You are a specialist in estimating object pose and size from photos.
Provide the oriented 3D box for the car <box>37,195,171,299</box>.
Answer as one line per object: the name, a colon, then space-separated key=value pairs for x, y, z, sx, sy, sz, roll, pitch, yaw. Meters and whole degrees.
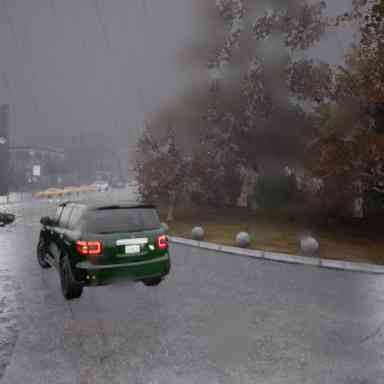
car: x=-2.589 y=1.220 z=8.853 sx=2.150 sy=2.045 sz=5.566 roll=0 pitch=0 yaw=-32

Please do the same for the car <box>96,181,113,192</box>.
car: x=-19.254 y=-1.169 z=68.754 sx=2.435 sy=2.045 sz=5.566 roll=0 pitch=3 yaw=10

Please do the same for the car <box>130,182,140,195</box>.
car: x=-8.999 y=-0.387 z=58.969 sx=1.882 sy=1.535 sz=5.008 roll=0 pitch=3 yaw=10

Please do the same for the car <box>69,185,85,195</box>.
car: x=-21.198 y=-0.242 z=57.624 sx=1.946 sy=1.575 sz=5.366 roll=0 pitch=3 yaw=10

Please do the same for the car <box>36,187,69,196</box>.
car: x=-22.155 y=0.092 z=52.195 sx=1.946 sy=1.575 sz=5.366 roll=0 pitch=3 yaw=10

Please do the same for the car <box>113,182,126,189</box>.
car: x=-17.362 y=-1.551 z=79.634 sx=2.163 sy=1.488 sz=4.792 roll=0 pitch=3 yaw=10

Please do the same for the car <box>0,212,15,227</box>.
car: x=-13.657 y=1.598 z=20.696 sx=4.718 sy=1.301 sz=1.895 roll=0 pitch=0 yaw=15

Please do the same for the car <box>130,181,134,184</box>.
car: x=-15.456 y=-2.244 z=90.535 sx=2.231 sy=1.521 sz=4.892 roll=0 pitch=3 yaw=10

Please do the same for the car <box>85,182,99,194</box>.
car: x=-20.250 y=-0.573 z=63.057 sx=1.946 sy=1.575 sz=5.366 roll=0 pitch=3 yaw=10
